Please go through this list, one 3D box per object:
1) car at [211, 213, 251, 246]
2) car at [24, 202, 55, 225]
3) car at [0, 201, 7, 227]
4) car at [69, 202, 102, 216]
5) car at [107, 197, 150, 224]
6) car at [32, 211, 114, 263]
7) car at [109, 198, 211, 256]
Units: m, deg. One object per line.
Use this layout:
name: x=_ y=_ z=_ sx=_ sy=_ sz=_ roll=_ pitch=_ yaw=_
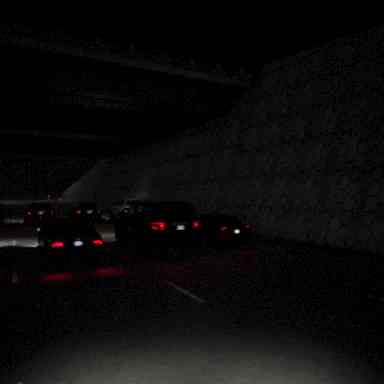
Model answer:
car: x=1.074 y=1.747 z=16.625 sx=1.994 sy=1.385 sz=4.181 roll=0 pitch=-1 yaw=-28
car: x=-12.231 y=1.626 z=26.630 sx=2.097 sy=1.767 sz=4.553 roll=0 pitch=-1 yaw=-28
car: x=-14.919 y=1.470 z=24.220 sx=2.150 sy=2.045 sz=5.566 roll=0 pitch=0 yaw=-28
car: x=-9.146 y=1.647 z=28.284 sx=2.097 sy=1.767 sz=4.553 roll=0 pitch=-1 yaw=-28
car: x=-5.666 y=1.535 z=29.182 sx=2.150 sy=2.045 sz=5.566 roll=0 pitch=0 yaw=-28
car: x=-4.718 y=1.680 z=12.600 sx=2.033 sy=1.411 sz=5.357 roll=0 pitch=-1 yaw=-28
car: x=-1.658 y=1.379 z=14.303 sx=2.150 sy=2.045 sz=5.566 roll=0 pitch=0 yaw=-28
